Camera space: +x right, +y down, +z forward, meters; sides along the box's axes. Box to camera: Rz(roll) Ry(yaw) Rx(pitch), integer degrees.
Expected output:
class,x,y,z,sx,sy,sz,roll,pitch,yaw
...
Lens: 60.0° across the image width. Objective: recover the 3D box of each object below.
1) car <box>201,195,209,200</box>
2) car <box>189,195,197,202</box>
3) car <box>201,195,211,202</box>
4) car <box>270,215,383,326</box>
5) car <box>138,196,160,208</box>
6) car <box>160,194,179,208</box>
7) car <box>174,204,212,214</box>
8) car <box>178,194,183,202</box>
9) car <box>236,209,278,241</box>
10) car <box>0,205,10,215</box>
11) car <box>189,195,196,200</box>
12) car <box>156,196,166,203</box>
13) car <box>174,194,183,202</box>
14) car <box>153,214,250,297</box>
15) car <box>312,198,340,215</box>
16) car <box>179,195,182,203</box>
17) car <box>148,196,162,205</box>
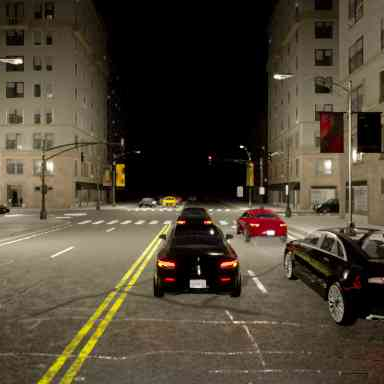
class,x,y,z,sx,sy,sz,roll,pitch,yaw
car,3.389,1.437,88.482,1.994,1.385,4.181,0,0,0
car,0.124,1.609,78.514,1.895,1.301,4.718,0,0,0
car,3.373,1.553,78.062,2.033,1.411,5.357,0,0,0
car,3.348,1.492,7.027,2.128,1.511,4.902,0,0,1
car,-6.492,1.563,49.125,2.033,1.411,5.357,0,0,4
car,-3.277,1.493,49.414,1.882,1.535,5.008,0,0,-1
car,0.125,1.529,17.334,1.812,1.442,4.674,0,0,0
car,-3.154,1.370,68.204,2.097,1.767,4.553,0,0,0
car,3.273,1.528,16.122,1.812,1.442,4.674,0,0,0
car,-19.708,1.547,31.626,4.181,1.385,1.994,0,0,1
car,0.139,1.437,88.487,1.994,1.385,4.181,0,0,0
car,-6.392,1.544,69.016,1.812,1.442,4.674,0,0,0
car,-3.128,1.350,78.165,2.097,1.767,4.553,0,0,0
car,0.109,1.527,8.425,1.812,1.442,4.674,0,0,0
car,14.814,1.409,34.384,4.553,1.767,2.097,0,0,1
car,-3.237,1.618,58.752,1.895,1.301,4.718,0,0,0
car,-6.487,1.522,58.864,1.837,1.490,4.892,0,0,0
